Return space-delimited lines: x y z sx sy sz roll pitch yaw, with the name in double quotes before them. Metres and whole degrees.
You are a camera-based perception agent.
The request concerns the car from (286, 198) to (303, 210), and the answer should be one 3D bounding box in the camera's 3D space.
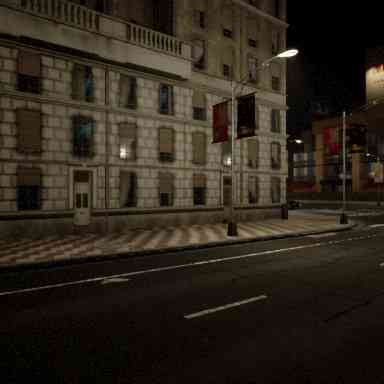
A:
"car" 12.335 1.502 44.156 2.128 1.511 4.902 0 0 -36
